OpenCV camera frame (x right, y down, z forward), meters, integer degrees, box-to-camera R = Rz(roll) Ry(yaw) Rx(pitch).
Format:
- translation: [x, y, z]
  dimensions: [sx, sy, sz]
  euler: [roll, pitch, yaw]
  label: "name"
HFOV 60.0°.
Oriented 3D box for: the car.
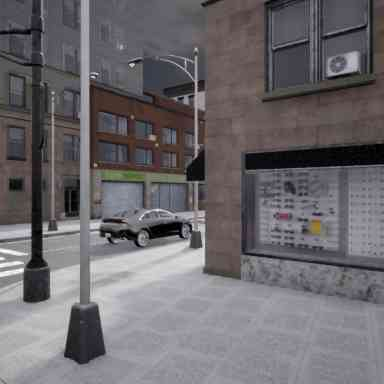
- translation: [-1.869, 1.459, 14.943]
  dimensions: [2.128, 1.511, 4.902]
  euler: [0, 0, 35]
  label: "car"
